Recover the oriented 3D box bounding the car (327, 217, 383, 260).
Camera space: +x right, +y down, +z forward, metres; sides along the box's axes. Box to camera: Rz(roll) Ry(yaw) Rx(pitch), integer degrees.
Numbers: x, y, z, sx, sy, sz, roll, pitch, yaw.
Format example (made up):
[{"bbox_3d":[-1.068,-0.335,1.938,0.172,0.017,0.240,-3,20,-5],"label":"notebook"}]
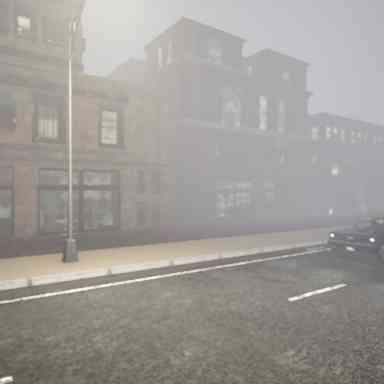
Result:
[{"bbox_3d":[7.316,1.687,12.896,4.718,1.301,1.895,0,0,-35],"label":"car"}]
